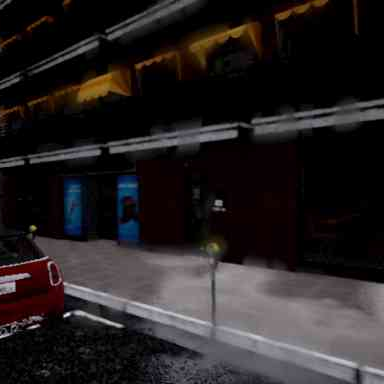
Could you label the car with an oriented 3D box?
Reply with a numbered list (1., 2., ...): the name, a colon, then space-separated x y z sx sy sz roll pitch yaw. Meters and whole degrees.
1. car: -4.306 1.395 5.946 4.553 1.767 2.097 -1 0 38
